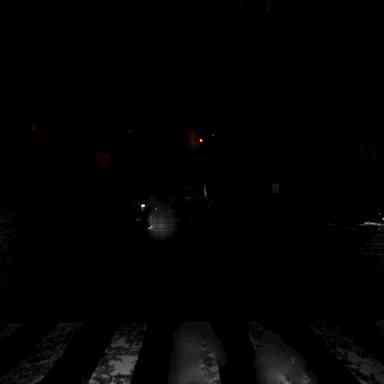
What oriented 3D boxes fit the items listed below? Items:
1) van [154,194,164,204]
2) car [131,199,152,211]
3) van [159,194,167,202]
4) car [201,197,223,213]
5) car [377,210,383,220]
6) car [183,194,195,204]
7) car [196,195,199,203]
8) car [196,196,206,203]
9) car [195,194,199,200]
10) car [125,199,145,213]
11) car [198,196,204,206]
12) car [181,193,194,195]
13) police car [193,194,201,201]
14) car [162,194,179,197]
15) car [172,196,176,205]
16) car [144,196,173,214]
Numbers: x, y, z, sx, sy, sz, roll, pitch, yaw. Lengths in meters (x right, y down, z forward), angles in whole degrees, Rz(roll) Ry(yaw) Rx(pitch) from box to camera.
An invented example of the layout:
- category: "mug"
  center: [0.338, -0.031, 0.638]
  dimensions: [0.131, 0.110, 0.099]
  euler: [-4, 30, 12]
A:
- category: "van"
  center: [-6.536, 1.368, 66.604]
  dimensions: [1.690, 1.788, 3.998]
  euler: [0, 0, -1]
- category: "car"
  center: [-6.189, 1.562, 41.208]
  dimensions: [2.008, 1.369, 4.403]
  euler: [0, 0, -1]
- category: "van"
  center: [-6.684, 1.377, 77.430]
  dimensions: [1.690, 1.788, 3.998]
  euler: [0, 0, -1]
- category: "car"
  center: [2.403, 1.560, 36.329]
  dimensions: [2.008, 1.369, 4.403]
  euler: [0, 0, -1]
- category: "car"
  center: [14.726, 1.251, 20.972]
  dimensions: [5.357, 1.411, 2.033]
  euler: [-1, 0, -1]
- category: "car"
  center: [-0.657, 1.627, 65.594]
  dimensions: [1.895, 1.301, 4.718]
  euler: [0, 0, -1]
- category: "car"
  center: [2.181, 1.568, 52.661]
  dimensions: [2.008, 1.369, 4.403]
  euler: [0, 0, -1]
- category: "car"
  center: [1.902, 1.598, 73.110]
  dimensions: [1.947, 1.339, 4.313]
  euler: [0, 0, -1]
- category: "car"
  center: [2.046, 1.574, 62.532]
  dimensions: [2.008, 1.369, 4.403]
  euler: [0, 0, -1]
- category: "car"
  center: [-6.121, 1.560, 36.217]
  dimensions: [2.008, 1.369, 4.403]
  euler: [0, 0, -1]
- category: "car"
  center: [2.255, 1.559, 47.218]
  dimensions: [1.887, 1.381, 4.507]
  euler: [0, 0, -1]
- category: "car"
  center: [-0.888, 1.558, 75.522]
  dimensions: [2.128, 1.511, 4.902]
  euler: [0, 0, -1]
- category: "police car"
  center: [1.270, 1.474, 90.507]
  dimensions: [1.930, 1.638, 5.238]
  euler: [0, 0, -1]
- category: "car"
  center: [-3.731, 1.498, 57.658]
  dimensions: [1.882, 1.535, 5.008]
  euler: [0, 0, -1]
- category: "car"
  center: [-3.578, 1.614, 45.125]
  dimensions: [1.895, 1.301, 4.718]
  euler: [0, 0, -1]
- category: "car"
  center: [-3.444, 1.500, 35.217]
  dimensions: [2.128, 1.511, 4.902]
  euler: [0, 0, -1]
